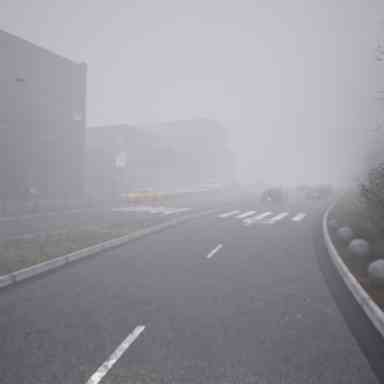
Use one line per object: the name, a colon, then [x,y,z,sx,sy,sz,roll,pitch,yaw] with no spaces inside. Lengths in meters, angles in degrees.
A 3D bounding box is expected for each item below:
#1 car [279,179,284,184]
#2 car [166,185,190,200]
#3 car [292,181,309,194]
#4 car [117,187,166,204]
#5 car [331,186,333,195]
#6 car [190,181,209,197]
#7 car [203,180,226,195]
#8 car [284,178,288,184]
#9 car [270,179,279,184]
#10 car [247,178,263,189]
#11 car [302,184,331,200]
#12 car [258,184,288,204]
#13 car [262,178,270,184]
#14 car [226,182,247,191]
car: [21.805,-2.383,86.780,1.946,1.575,5.366,1,3,26]
car: [-2.588,0.022,37.264,1.946,1.575,5.366,1,3,26]
car: [16.344,-0.506,48.927,1.812,1.442,4.674,1,3,27]
car: [-5.036,0.265,32.319,1.946,1.575,5.366,1,3,26]
car: [18.275,-0.416,45.721,1.882,1.535,5.008,1,3,27]
car: [-0.149,-0.219,42.215,1.946,1.575,5.366,1,3,26]
car: [2.417,-0.719,47.409,2.435,2.045,5.566,1,3,26]
car: [24.339,-2.755,91.921,2.185,1.767,4.553,1,3,26]
car: [18.721,-2.081,80.646,2.231,1.521,4.892,1,3,27]
car: [12.188,-1.431,67.258,2.231,1.521,4.892,1,3,26]
car: [13.693,0.125,36.397,1.994,1.385,4.181,1,3,27]
car: [8.079,0.288,32.244,1.837,1.490,4.892,1,3,26]
car: [14.610,-1.922,72.167,2.435,2.045,5.566,1,3,26]
car: [7.290,-0.920,57.324,2.163,1.488,4.792,1,3,26]
